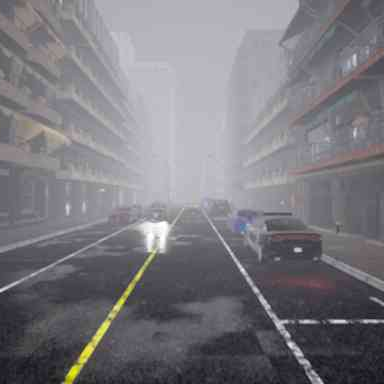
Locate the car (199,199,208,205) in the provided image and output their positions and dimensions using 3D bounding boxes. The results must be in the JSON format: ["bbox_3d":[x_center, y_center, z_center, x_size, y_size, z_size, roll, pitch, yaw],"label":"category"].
[{"bbox_3d":[2.776,2.303,78.668,1.947,1.339,4.313,0,-1,0],"label":"car"}]

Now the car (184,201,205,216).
[{"bbox_3d":[0.115,1.940,36.802,1.895,1.301,4.718,0,-1,0],"label":"car"}]

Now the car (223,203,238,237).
[{"bbox_3d":[3.161,1.655,19.355,1.882,1.535,5.008,0,-1,0],"label":"car"}]

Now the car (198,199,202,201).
[{"bbox_3d":[0.089,2.042,47.701,1.895,1.301,4.718,0,-1,1],"label":"car"}]

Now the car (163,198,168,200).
[{"bbox_3d":[-5.628,2.064,55.947,1.887,1.381,4.507,0,-1,0],"label":"car"}]

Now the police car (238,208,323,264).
[{"bbox_3d":[3.147,1.540,12.466,1.930,1.638,5.238,0,-1,0],"label":"police car"}]

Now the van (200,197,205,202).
[{"bbox_3d":[2.753,1.861,55.942,1.690,1.788,3.998,0,-1,0],"label":"van"}]

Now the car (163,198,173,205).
[{"bbox_3d":[-5.604,2.177,78.676,1.967,1.590,4.097,0,-1,0],"label":"car"}]

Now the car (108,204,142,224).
[{"bbox_3d":[-5.657,1.797,27.536,1.887,1.381,4.507,0,-1,0],"label":"car"}]

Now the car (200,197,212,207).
[{"bbox_3d":[2.765,1.943,67.307,2.192,1.841,5.009,0,-1,0],"label":"car"}]

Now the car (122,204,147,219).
[{"bbox_3d":[-5.652,1.887,33.218,1.802,1.307,4.206,0,-1,0],"label":"car"}]

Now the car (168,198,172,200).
[{"bbox_3d":[-5.616,2.178,67.311,2.008,1.369,4.403,0,-1,0],"label":"car"}]

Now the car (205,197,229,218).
[{"bbox_3d":[2.729,1.621,33.214,2.192,1.841,5.009,0,-1,0],"label":"car"}]

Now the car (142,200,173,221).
[{"bbox_3d":[-3.065,1.773,30.694,2.128,1.511,4.902,0,-1,0],"label":"car"}]

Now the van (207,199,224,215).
[{"bbox_3d":[2.735,1.700,38.896,1.690,1.788,3.998,0,-1,0],"label":"van"}]
